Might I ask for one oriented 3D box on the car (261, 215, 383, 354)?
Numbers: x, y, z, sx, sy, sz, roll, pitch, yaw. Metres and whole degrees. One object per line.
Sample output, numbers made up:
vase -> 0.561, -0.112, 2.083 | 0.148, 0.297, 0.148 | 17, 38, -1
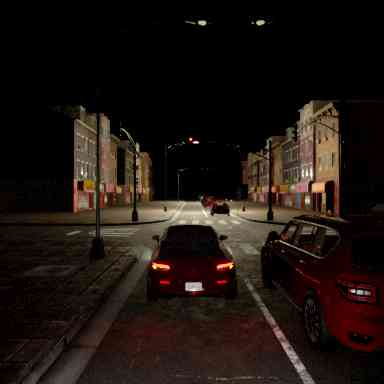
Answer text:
car -> 2.656, 1.318, 6.099 | 2.192, 1.841, 5.009 | 1, 0, 0

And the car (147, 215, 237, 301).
car -> -0.043, 1.530, 8.252 | 1.812, 1.442, 4.674 | 0, 0, -2

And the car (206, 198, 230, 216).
car -> 2.676, 1.582, 32.530 | 1.887, 1.381, 4.507 | 1, 0, 0

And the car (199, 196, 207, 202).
car -> 2.723, 1.779, 86.904 | 1.947, 1.339, 4.313 | 0, 0, 0

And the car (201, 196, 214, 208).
car -> 2.690, 1.621, 48.841 | 1.887, 1.381, 4.507 | 1, 0, 0

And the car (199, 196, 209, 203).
car -> 2.714, 1.719, 76.029 | 2.008, 1.369, 4.403 | 0, 0, 0

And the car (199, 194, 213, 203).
car -> 2.697, 1.406, 54.279 | 2.192, 1.841, 5.009 | 1, 0, 0

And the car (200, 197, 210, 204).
car -> 2.709, 1.729, 70.591 | 1.802, 1.307, 4.206 | 0, 0, 0

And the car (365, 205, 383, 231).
car -> 13.561, 1.583, 20.681 | 4.674, 1.442, 1.812 | 0, -1, 0

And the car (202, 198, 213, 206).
car -> 2.700, 1.691, 59.716 | 1.802, 1.307, 4.206 | 0, 0, 0
